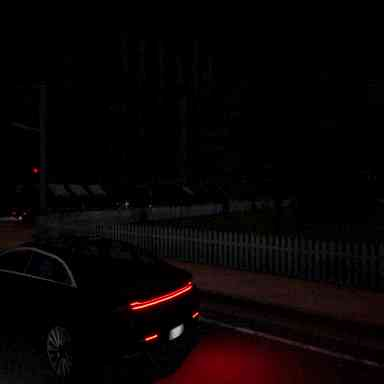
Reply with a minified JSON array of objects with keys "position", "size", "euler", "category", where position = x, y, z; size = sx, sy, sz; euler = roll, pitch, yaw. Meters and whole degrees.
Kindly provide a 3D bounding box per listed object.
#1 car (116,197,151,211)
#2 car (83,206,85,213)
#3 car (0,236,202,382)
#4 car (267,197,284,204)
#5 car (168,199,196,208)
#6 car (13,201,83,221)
[{"position":[-6.991,1.352,39.911],"size":[2.097,1.767,4.553],"euler":[0,0,34],"category":"car"},{"position":[-12.409,1.564,31.888],"size":[1.994,1.385,4.181],"euler":[0,0,34],"category":"car"},{"position":[-2.153,1.491,5.477],"size":[4.902,1.511,2.128],"euler":[0,0,36],"category":"car"},{"position":[15.180,1.547,59.910],"size":[2.033,1.411,5.357],"euler":[0,0,34],"category":"car"},{"position":[-1.432,1.601,48.131],"size":[1.895,1.301,4.718],"euler":[0,0,34],"category":"car"},{"position":[-11.470,1.601,26.487],"size":[1.895,1.301,4.718],"euler":[0,0,33],"category":"car"}]
